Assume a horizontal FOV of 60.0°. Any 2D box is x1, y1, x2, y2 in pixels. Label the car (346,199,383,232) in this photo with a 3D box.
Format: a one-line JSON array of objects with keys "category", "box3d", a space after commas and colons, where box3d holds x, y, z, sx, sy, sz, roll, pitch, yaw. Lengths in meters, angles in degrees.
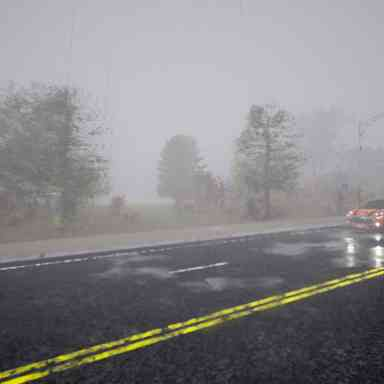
[{"category": "car", "box3d": [10.857, 1.212, 19.014, 4.553, 1.767, 2.097, -1, 0, -34]}]
